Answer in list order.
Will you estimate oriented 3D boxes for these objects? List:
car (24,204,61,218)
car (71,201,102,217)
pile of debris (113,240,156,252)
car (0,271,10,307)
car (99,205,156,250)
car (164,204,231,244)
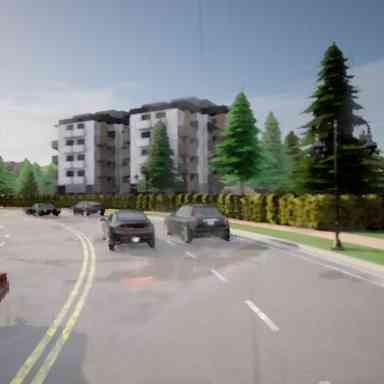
[{"bbox_3d":[-14.788,1.792,32.670,4.718,1.301,1.895,-1,0,43],"label":"car"},{"bbox_3d":[-10.409,1.660,33.116,1.837,1.490,4.892,0,-1,-43],"label":"car"},{"bbox_3d":[-2.435,2.224,13.858,1.500,0.140,1.860,0,0,-19],"label":"pile of debris"},{"bbox_3d":[-3.941,1.642,3.707,1.895,1.301,4.718,0,0,-7],"label":"car"},{"bbox_3d":[-2.925,1.558,14.820,1.837,1.490,4.892,0,0,-19],"label":"car"},{"bbox_3d":[0.105,1.384,16.472,2.097,1.767,4.553,-1,0,-20],"label":"car"}]
